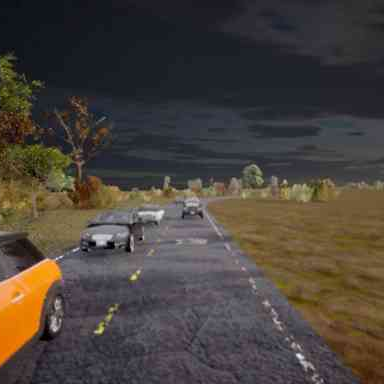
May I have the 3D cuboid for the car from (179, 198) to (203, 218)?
[{"bbox_3d":[0.038,1.506,29.396,1.812,1.442,4.674,0,0,0],"label":"car"}]

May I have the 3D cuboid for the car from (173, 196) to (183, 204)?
[{"bbox_3d":[-2.302,1.462,60.136,1.837,1.490,4.892,0,0,5],"label":"car"}]

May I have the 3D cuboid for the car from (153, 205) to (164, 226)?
[{"bbox_3d":[-3.102,1.588,23.600,1.895,1.301,4.718,0,0,0],"label":"car"}]

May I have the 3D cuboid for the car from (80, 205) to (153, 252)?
[{"bbox_3d":[-3.121,1.486,13.895,2.128,1.511,4.902,0,0,0],"label":"car"}]

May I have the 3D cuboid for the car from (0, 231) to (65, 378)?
[{"bbox_3d":[-3.104,1.352,3.504,2.097,1.767,4.553,0,0,0],"label":"car"}]
